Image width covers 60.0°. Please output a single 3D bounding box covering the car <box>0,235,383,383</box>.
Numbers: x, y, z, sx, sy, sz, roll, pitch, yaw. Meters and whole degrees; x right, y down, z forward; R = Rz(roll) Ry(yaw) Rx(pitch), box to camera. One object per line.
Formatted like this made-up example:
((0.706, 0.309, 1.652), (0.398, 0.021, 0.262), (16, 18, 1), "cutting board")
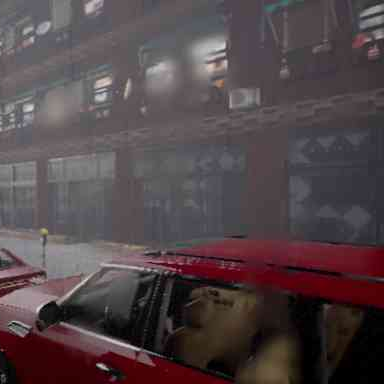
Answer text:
((0.129, 1.318, 2.796), (5.009, 1.841, 2.192), (0, -1, 36), "car")
